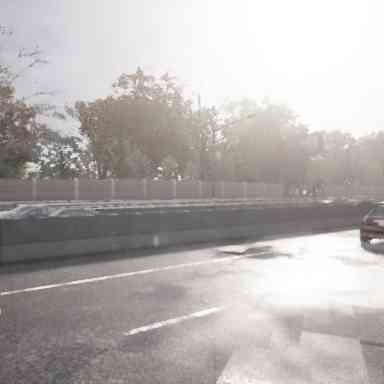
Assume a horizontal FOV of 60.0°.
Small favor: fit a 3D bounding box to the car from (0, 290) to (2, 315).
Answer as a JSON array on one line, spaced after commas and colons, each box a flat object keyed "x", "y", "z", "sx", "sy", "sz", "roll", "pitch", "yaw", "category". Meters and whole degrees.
[{"x": -5.315, "y": 1.480, "z": 4.256, "sx": 5.008, "sy": 1.535, "sz": 1.882, "roll": 0, "pitch": 0, "yaw": -35, "category": "car"}]

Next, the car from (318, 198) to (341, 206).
[{"x": 20.863, "y": 1.518, "z": 48.911, "sx": 5.357, "sy": 1.411, "sz": 2.033, "roll": 0, "pitch": 0, "yaw": -35, "category": "car"}]

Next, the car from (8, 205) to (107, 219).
[{"x": -6.325, "y": 1.523, "z": 16.678, "sx": 4.674, "sy": 1.442, "sz": 1.812, "roll": 0, "pitch": 0, "yaw": -35, "category": "car"}]

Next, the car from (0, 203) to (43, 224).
[{"x": -13.905, "y": 1.547, "z": 24.169, "sx": 5.357, "sy": 1.411, "sz": 2.033, "roll": 0, "pitch": 0, "yaw": -35, "category": "car"}]

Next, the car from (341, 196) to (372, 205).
[{"x": 23.466, "y": 1.322, "z": 46.474, "sx": 4.553, "sy": 1.767, "sz": 2.097, "roll": 0, "pitch": 0, "yaw": -35, "category": "car"}]

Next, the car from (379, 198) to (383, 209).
[{"x": 27.293, "y": 1.533, "z": 44.906, "sx": 4.181, "sy": 1.385, "sz": 1.994, "roll": 0, "pitch": 0, "yaw": -35, "category": "car"}]

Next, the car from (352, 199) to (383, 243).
[{"x": 9.497, "y": 1.338, "z": 14.819, "sx": 4.553, "sy": 1.767, "sz": 2.097, "roll": 0, "pitch": 0, "yaw": -35, "category": "car"}]

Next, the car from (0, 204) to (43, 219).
[{"x": -8.709, "y": 1.545, "z": 19.277, "sx": 5.357, "sy": 1.411, "sz": 2.033, "roll": 0, "pitch": 0, "yaw": -35, "category": "car"}]
